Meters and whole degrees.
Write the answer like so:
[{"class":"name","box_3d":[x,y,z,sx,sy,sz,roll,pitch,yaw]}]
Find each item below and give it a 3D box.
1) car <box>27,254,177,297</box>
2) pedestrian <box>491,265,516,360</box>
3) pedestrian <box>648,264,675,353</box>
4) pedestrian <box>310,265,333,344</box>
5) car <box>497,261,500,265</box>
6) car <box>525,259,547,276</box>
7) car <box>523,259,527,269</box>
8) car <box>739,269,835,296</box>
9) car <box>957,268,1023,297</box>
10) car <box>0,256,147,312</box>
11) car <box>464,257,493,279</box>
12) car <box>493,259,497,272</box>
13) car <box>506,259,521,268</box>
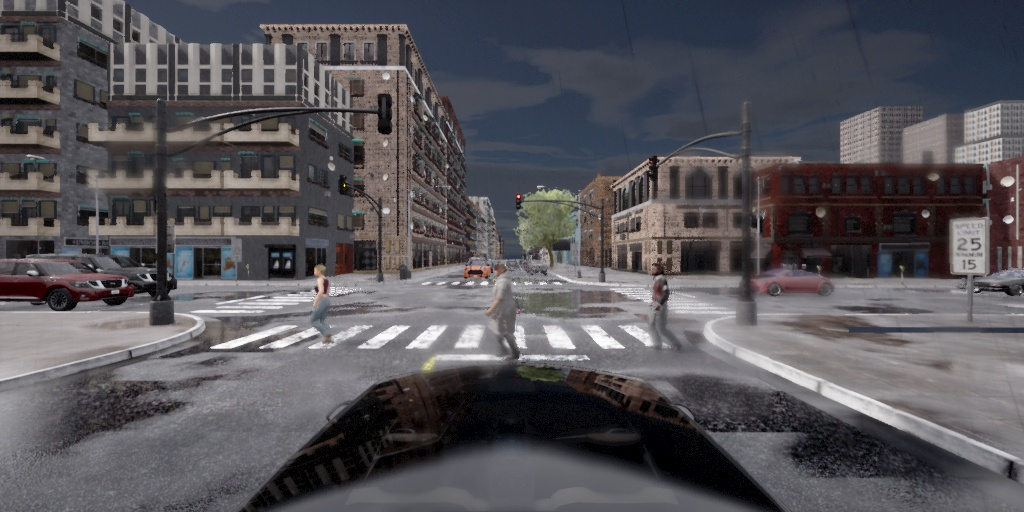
[{"class":"car","box_3d":[-18.309,0.917,15.901,5.566,2.045,2.150,0,0,0]},{"class":"pedestrian","box_3d":[-0.164,1.044,6.894,0.375,1.860,0.375,0,0,0]},{"class":"pedestrian","box_3d":[3.082,1.044,7.494,0.375,1.860,0.375,0,0,0]},{"class":"pedestrian","box_3d":[-4.305,1.044,8.097,0.375,1.860,0.375,0,0,0]},{"class":"car","box_3d":[-3.056,1.328,61.683,1.837,1.490,4.892,0,-1,0]},{"class":"car","box_3d":[2.693,1.328,37.038,2.007,1.370,4.403,0,0,0]},{"class":"car","box_3d":[2.694,1.227,42.735,1.967,1.591,4.097,0,0,0]},{"class":"car","box_3d":[14.720,1.386,19.335,4.181,1.385,1.994,0,0,0]},{"class":"car","box_3d":[27.734,1.428,19.426,5.357,1.411,2.033,0,0,0]},{"class":"car","box_3d":[-17.276,1.013,13.321,5.009,1.841,2.192,0,0,0]},{"class":"car","box_3d":[-3.092,1.123,32.487,2.097,1.767,4.553,0,0,0]},{"class":"car","box_3d":[-3.092,1.289,42.927,1.837,1.490,4.892,0,1,0]},{"class":"car","box_3d":[0.005,1.316,63.395,2.128,1.511,4.902,0,0,0]}]
